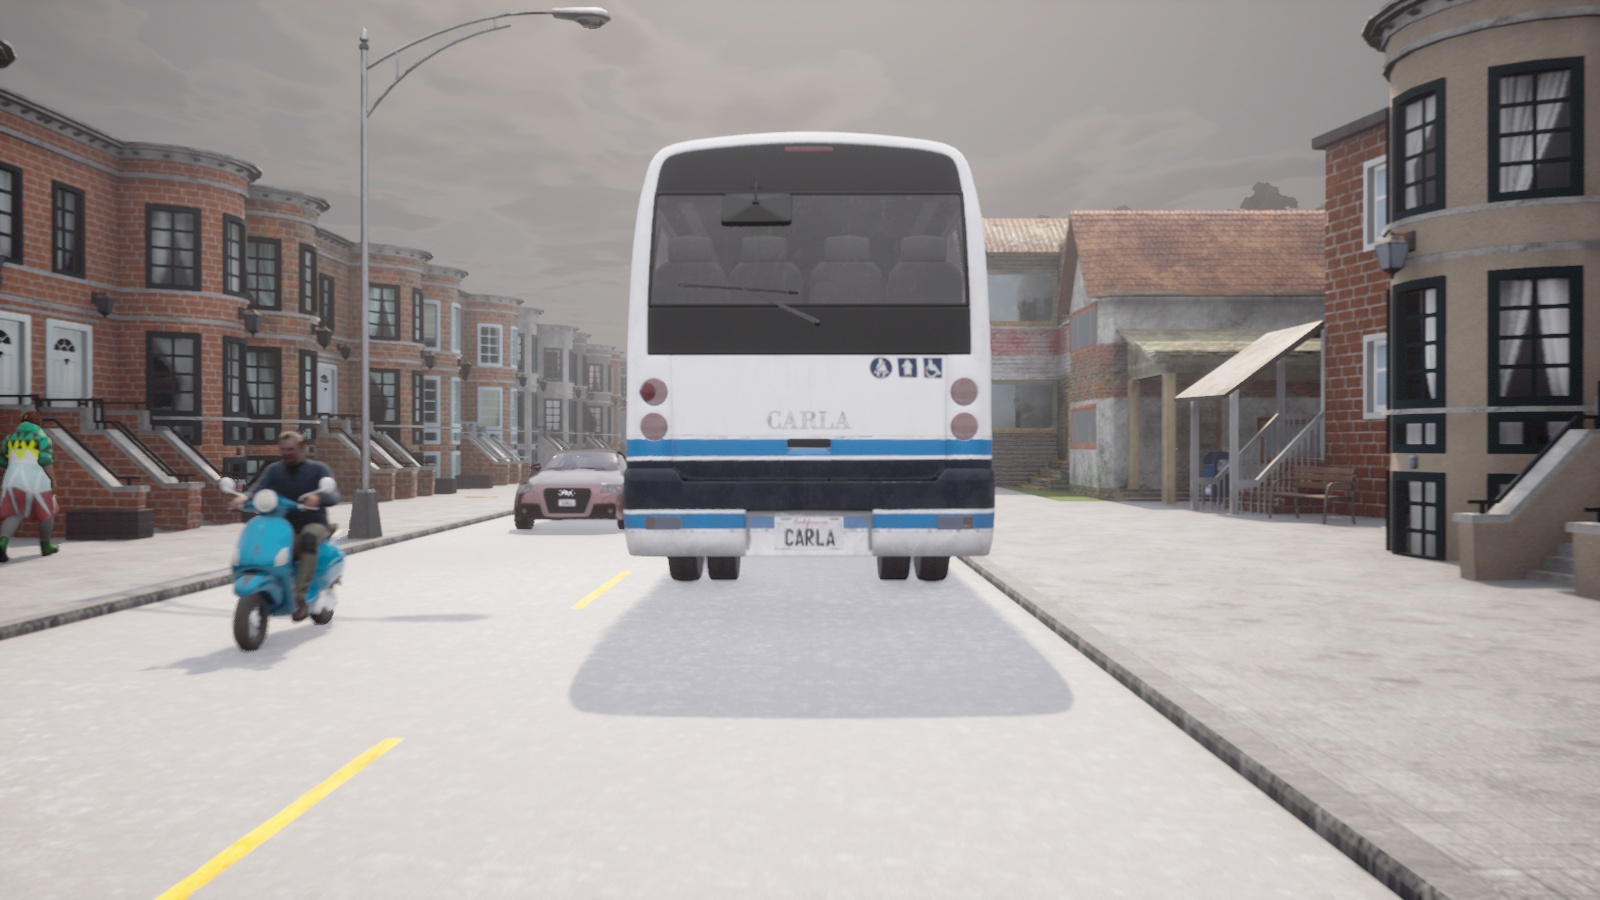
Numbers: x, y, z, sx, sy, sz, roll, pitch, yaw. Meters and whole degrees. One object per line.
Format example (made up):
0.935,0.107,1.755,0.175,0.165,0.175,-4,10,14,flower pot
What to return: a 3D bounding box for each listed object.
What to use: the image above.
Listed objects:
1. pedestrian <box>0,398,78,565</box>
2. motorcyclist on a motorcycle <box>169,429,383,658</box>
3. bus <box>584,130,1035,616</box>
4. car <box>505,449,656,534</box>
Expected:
-9.294,0.363,15.151,0.659,1.952,0.873,0,0,0,pedestrian
-3.930,0.643,9.606,0.866,1.590,1.817,0,0,0,motorcyclist on a motorcycle
0.109,-0.721,16.155,3.944,4.253,10.273,0,1,0,bus
-3.854,0.679,22.759,1.994,1.385,4.181,0,0,0,car
